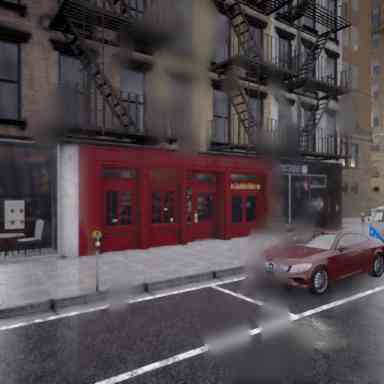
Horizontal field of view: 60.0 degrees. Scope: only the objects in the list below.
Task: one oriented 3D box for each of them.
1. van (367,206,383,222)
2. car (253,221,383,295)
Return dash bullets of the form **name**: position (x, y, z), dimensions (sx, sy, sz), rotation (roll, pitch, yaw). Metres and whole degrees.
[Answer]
- **van**: position (7.865, 1.340, 11.780), dimensions (3.998, 1.788, 1.690), rotation (0, 0, -35)
- **car**: position (3.458, 1.582, 8.648), dimensions (4.206, 1.307, 1.802), rotation (0, 0, -35)
